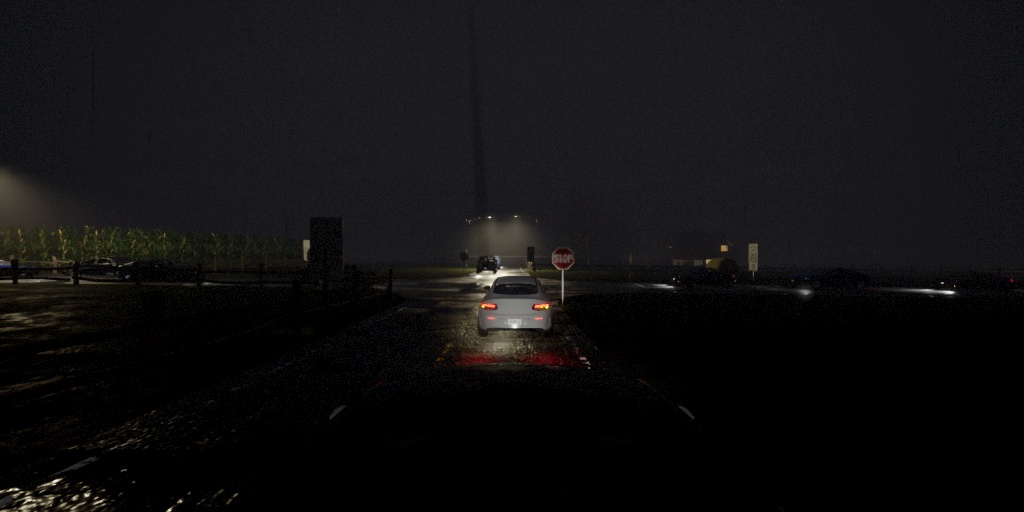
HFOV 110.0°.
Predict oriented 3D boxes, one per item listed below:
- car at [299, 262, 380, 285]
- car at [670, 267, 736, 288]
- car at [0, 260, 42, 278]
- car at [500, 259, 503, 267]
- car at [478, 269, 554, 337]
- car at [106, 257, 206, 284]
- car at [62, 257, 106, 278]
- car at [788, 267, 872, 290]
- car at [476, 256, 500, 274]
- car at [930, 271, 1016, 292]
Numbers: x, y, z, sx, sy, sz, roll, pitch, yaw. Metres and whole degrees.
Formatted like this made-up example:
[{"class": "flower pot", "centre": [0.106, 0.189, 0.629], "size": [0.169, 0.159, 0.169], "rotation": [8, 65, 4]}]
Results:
[{"class": "car", "centre": [-11.240, 1.122, 23.589], "size": [4.892, 1.490, 1.837], "rotation": [1, 1, -3]}, {"class": "car", "centre": [13.660, 1.495, 25.807], "size": [4.181, 1.385, 1.994], "rotation": [1, 1, 1]}, {"class": "car", "centre": [-34.487, 0.895, 23.720], "size": [4.718, 1.301, 1.895], "rotation": [1, 1, 1]}, {"class": "car", "centre": [-2.827, 0.958, 52.744], "size": [2.150, 2.045, 5.566], "rotation": [0, 0, 0]}, {"class": "car", "centre": [0.132, 1.273, 10.127], "size": [1.812, 1.442, 4.674], "rotation": [0, 0, 2]}, {"class": "car", "centre": [-22.863, 0.948, 23.510], "size": [4.902, 1.511, 2.128], "rotation": [1, 1, 1]}, {"class": "car", "centre": [-30.172, 0.817, 26.586], "size": [4.892, 1.490, 1.837], "rotation": [1, 1, 1]}, {"class": "car", "centre": [22.650, 1.540, 25.653], "size": [5.008, 1.535, 1.882], "rotation": [1, 1, 1]}, {"class": "car", "centre": [-2.832, 0.960, 41.180], "size": [2.150, 2.045, 5.566], "rotation": [0, 0, 0]}, {"class": "car", "centre": [32.611, 1.777, 25.473], "size": [4.181, 1.385, 1.994], "rotation": [1, 1, 1]}]
